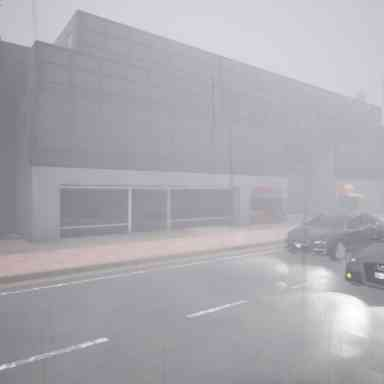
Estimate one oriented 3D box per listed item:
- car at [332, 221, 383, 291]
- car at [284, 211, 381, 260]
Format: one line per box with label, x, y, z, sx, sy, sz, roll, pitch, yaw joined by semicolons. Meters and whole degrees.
car;5.549;1.564;8.081;4.181;1.385;1.994;0;0;-36
car;5.437;1.504;12.327;4.892;1.490;1.837;0;0;-36
